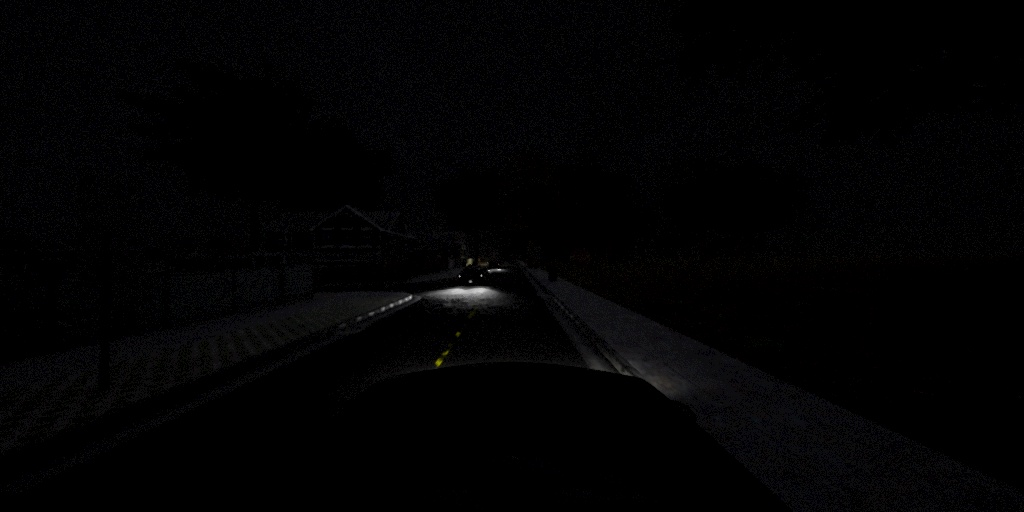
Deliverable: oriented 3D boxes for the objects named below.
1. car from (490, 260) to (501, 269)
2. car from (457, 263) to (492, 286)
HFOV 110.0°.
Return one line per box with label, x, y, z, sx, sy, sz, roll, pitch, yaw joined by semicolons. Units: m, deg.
car;-2.749;1.324;56.626;1.895;1.301;4.718;0;0;0
car;-2.756;1.380;26.054;1.895;1.301;4.718;-1;1;0
